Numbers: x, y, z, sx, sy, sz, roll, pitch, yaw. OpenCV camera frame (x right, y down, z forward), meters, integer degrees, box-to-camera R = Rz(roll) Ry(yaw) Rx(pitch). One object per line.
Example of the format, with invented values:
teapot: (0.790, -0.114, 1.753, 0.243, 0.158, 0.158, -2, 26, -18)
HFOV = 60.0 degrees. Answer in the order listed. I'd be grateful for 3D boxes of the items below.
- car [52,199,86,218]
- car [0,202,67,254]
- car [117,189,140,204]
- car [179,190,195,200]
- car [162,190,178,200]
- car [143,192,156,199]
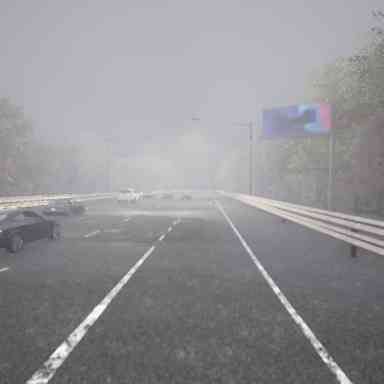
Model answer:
car: (-9.622, 1.177, 25.272, 1.994, 1.385, 4.181, 0, 1, 3)
car: (-6.693, 1.326, 12.480, 1.812, 1.442, 4.674, 0, 1, 3)
car: (-8.692, 0.558, 45.998, 2.150, 2.045, 5.566, 0, 1, 3)
car: (-0.942, 0.760, 62.618, 1.895, 1.301, 4.718, 0, 1, 3)
car: (-4.439, 0.688, 62.793, 2.033, 1.411, 5.357, 0, 1, 3)
car: (-7.930, 0.723, 63.053, 1.895, 1.301, 4.718, 0, 1, 3)
